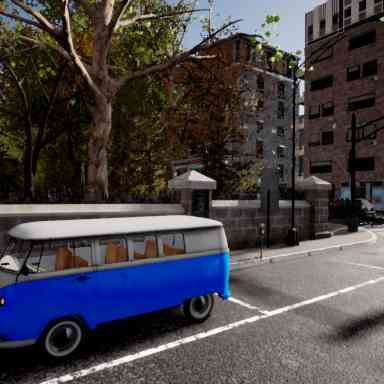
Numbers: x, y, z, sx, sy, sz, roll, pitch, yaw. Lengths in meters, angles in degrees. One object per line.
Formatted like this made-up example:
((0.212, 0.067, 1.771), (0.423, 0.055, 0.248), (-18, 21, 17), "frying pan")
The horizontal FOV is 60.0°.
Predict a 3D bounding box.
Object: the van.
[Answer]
((-1.202, 1.342, 5.644), (3.998, 1.788, 1.690), (0, 1, -36), "van")

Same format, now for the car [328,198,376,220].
((12.530, 1.313, 27.483), (2.097, 1.767, 4.553), (1, 0, -35), "car")
